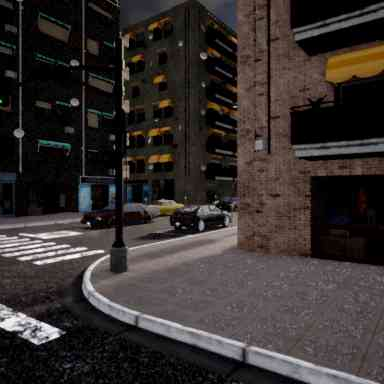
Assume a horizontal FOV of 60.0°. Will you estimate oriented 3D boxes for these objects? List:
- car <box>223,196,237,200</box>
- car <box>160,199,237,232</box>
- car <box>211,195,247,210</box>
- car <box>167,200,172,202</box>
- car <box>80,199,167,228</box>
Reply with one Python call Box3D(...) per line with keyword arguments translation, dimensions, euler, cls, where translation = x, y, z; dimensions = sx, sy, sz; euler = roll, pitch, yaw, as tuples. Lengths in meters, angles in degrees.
Box3D(translation=(3.762, 1.194, 31.912), dimensions=(1.994, 1.385, 4.181), euler=(0, 1, 36), cls="car")
Box3D(translation=(0.575, 1.332, 18.358), dimensions=(2.008, 1.369, 4.403), euler=(1, 1, 36), cls="car")
Box3D(translation=(4.129, 1.110, 36.581), dimensions=(1.752, 1.417, 4.829), euler=(1, 1, 36), cls="car")
Box3D(translation=(-2.561, 1.251, 27.424), dimensions=(1.752, 1.417, 4.829), euler=(1, 1, 36), cls="car")
Box3D(translation=(-4.280, 1.347, 20.910), dimensions=(2.033, 1.411, 5.357), euler=(0, 1, 36), cls="car")
